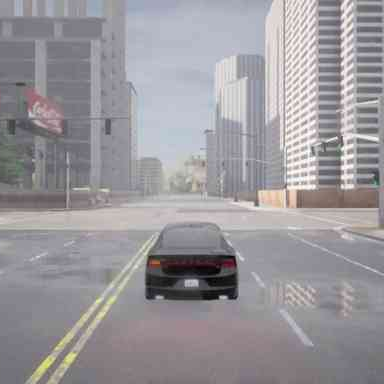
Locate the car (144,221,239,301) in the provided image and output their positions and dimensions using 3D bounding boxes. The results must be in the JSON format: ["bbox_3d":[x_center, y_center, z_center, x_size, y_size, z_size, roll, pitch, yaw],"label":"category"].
[{"bbox_3d":[-0.003,1.477,8.420,1.882,1.535,5.008,0,0,0],"label":"car"}]
